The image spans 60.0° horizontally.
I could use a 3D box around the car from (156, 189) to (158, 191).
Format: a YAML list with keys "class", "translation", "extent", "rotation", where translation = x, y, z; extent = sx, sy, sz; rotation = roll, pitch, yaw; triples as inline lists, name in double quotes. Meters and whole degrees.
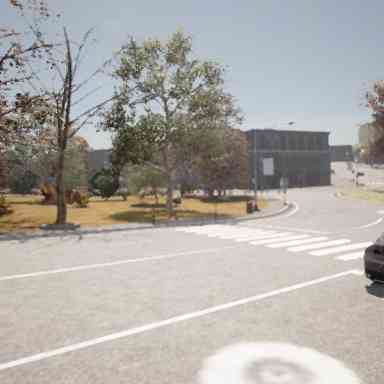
- class: "car"
  translation: [-4.830, 0.037, 56.739]
  extent: [2.231, 1.521, 4.892]
  rotation: [-2, 2, 15]

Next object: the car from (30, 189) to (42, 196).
- class: "car"
  translation: [-35.653, 0.103, 80.048]
  extent: [2.097, 1.535, 5.008]
  rotation: [0, 3, 18]

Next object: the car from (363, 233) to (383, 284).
- class: "car"
  translation: [6.114, 1.457, 8.189]
  extent: [4.892, 1.490, 1.837]
  rotation: [-1, 1, -36]

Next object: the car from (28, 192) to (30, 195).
- class: "car"
  translation: [-37.988, 0.068, 81.896]
  extent: [2.097, 1.535, 5.008]
  rotation: [-1, 3, 19]

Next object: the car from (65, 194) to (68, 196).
- class: "car"
  translation: [-23.959, -0.002, 70.857]
  extent: [2.435, 2.045, 5.566]
  rotation: [0, 2, 17]

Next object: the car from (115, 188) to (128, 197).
- class: "car"
  translation: [-12.064, 0.045, 61.940]
  extent: [2.185, 1.767, 4.553]
  rotation: [-2, 2, 16]

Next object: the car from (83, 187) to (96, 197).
- class: "car"
  translation: [-19.205, 0.122, 67.323]
  extent: [2.185, 1.767, 4.553]
  rotation: [-1, 2, 17]

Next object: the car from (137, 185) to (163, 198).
- class: "car"
  translation: [-7.259, -0.169, 58.438]
  extent: [2.435, 2.045, 5.566]
  rotation: [-2, 2, 16]

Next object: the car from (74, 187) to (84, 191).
- class: "car"
  translation: [-21.587, 0.284, 69.064]
  extent: [2.163, 1.488, 4.792]
  rotation: [-1, 2, 17]
